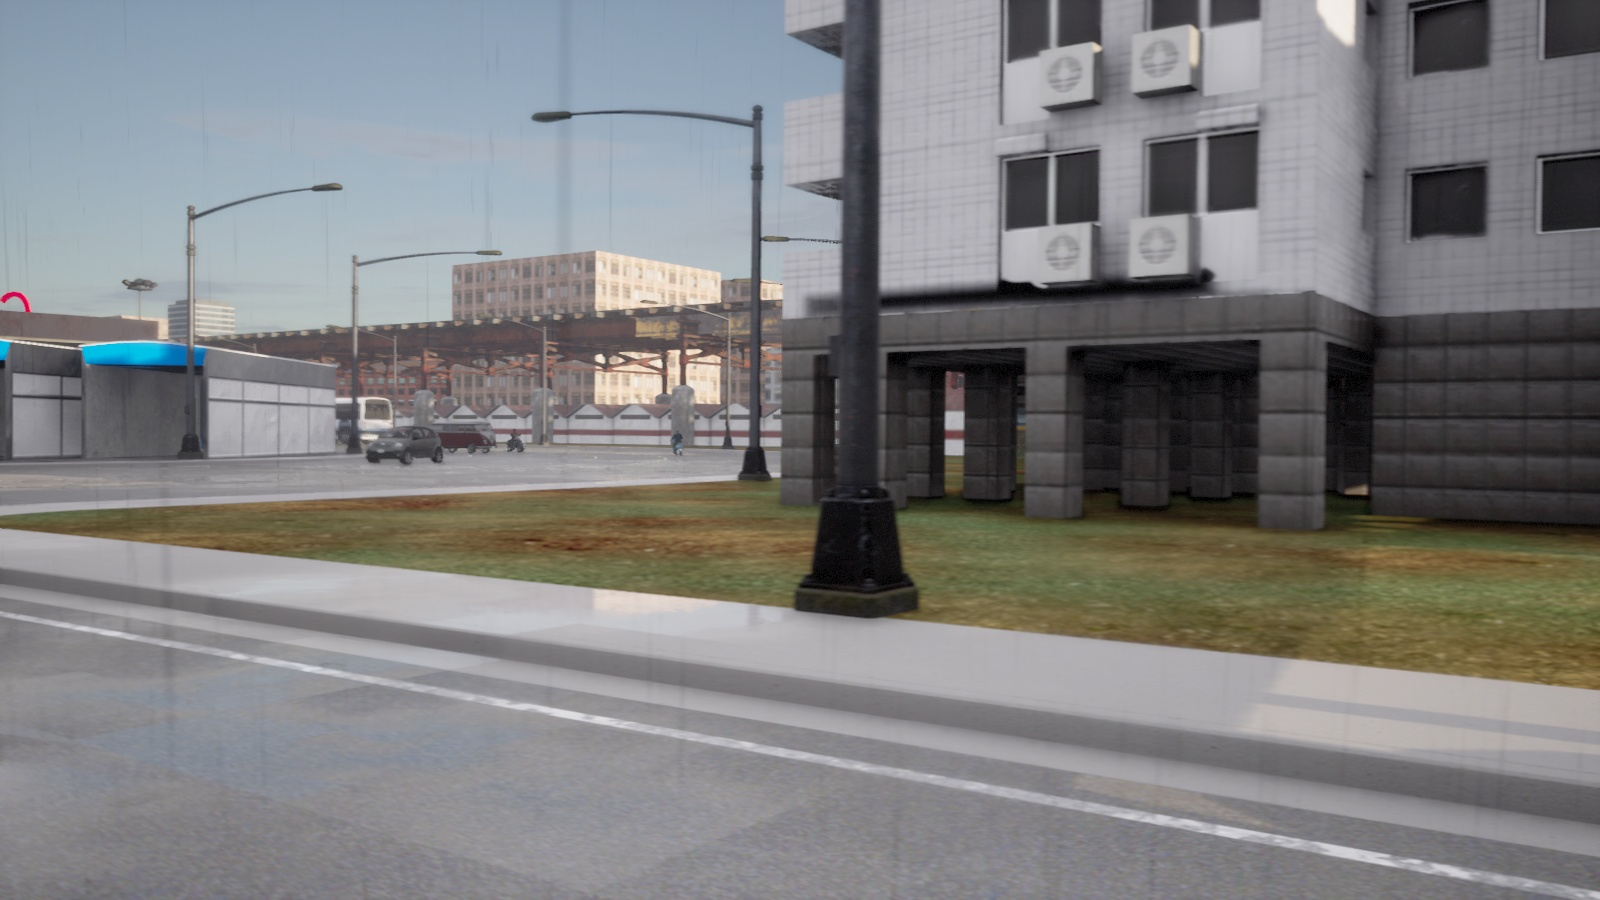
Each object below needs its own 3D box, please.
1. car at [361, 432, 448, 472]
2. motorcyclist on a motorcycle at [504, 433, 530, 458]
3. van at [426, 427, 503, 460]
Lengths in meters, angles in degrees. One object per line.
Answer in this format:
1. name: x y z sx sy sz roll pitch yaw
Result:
1. car: -16.830 0.048 53.650 1.851 1.617 3.988 0 1 11
2. motorcyclist on a motorcycle: -18.785 -0.289 83.375 0.766 1.649 2.350 -2 1 -37
3. van: -20.826 -0.395 77.996 4.442 1.987 1.775 0 0 24
